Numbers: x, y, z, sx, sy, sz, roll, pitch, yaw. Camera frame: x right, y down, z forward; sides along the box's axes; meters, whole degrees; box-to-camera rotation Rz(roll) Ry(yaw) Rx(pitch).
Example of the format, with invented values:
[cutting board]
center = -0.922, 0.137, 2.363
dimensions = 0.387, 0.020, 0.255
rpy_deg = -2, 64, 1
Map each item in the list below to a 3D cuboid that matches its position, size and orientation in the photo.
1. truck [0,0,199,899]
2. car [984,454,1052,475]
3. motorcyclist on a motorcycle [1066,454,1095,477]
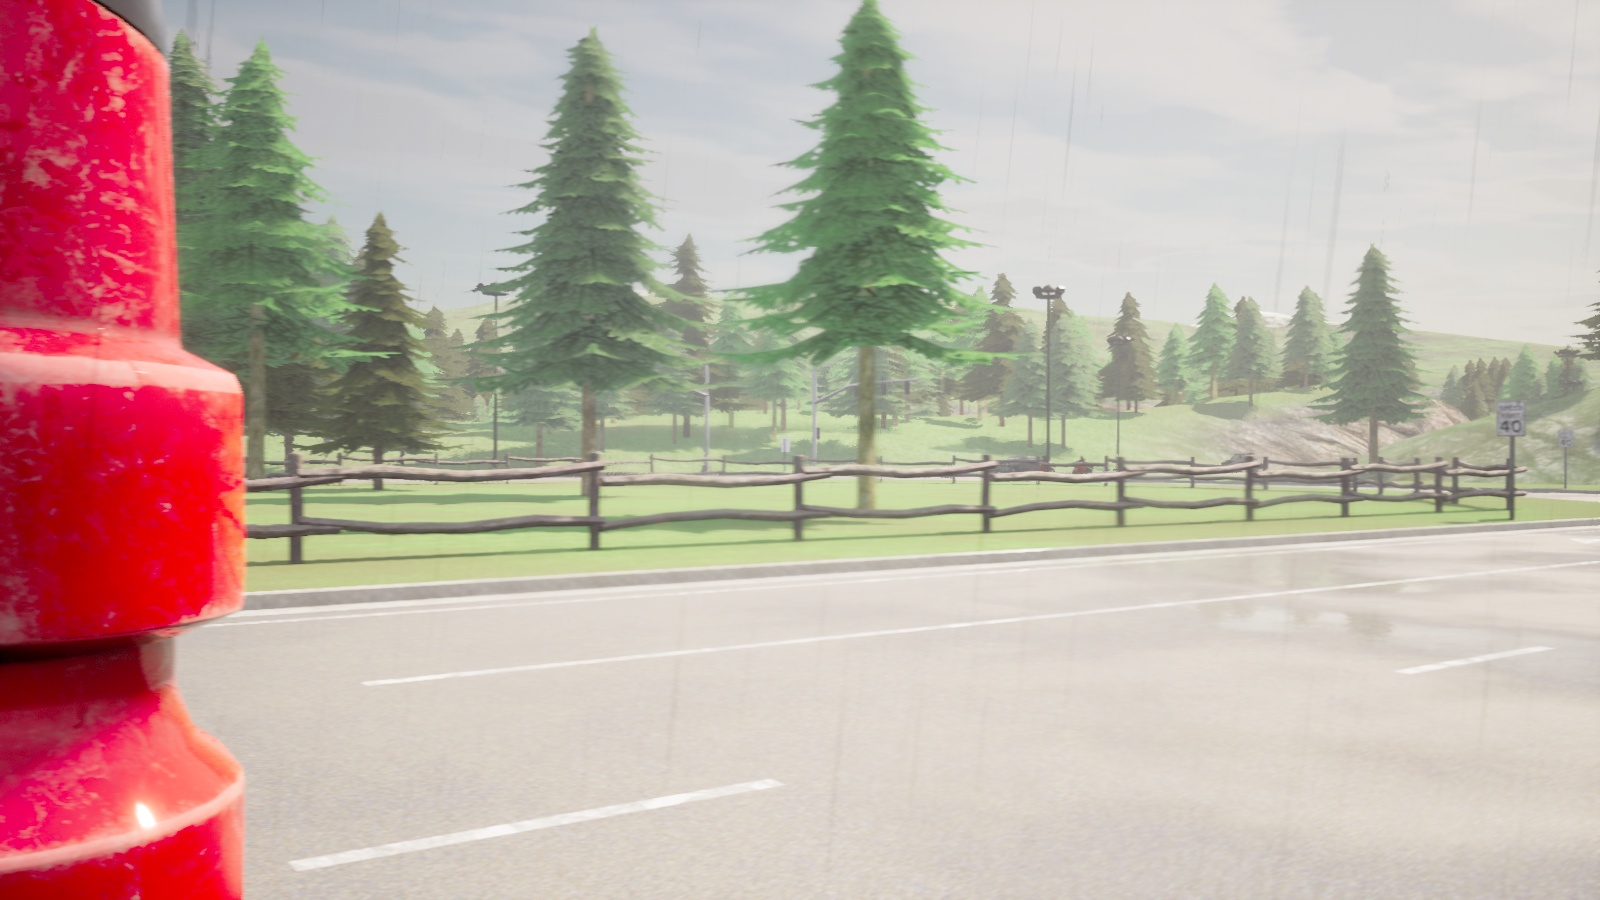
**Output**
[truck]
center = -4.766, -0.235, 0.346
dimensions = 7.936, 3.462, 2.891
rpy_deg = 0, 0, -35
[car]
center = 16.179, 1.051, 93.255
dimensions = 4.902, 1.511, 2.128
rpy_deg = 0, 0, -35
[motorcyclist on a motorcycle]
center = 19.415, 1.051, 86.982
dimensions = 2.044, 1.523, 0.797
rpy_deg = -1, 0, -35
